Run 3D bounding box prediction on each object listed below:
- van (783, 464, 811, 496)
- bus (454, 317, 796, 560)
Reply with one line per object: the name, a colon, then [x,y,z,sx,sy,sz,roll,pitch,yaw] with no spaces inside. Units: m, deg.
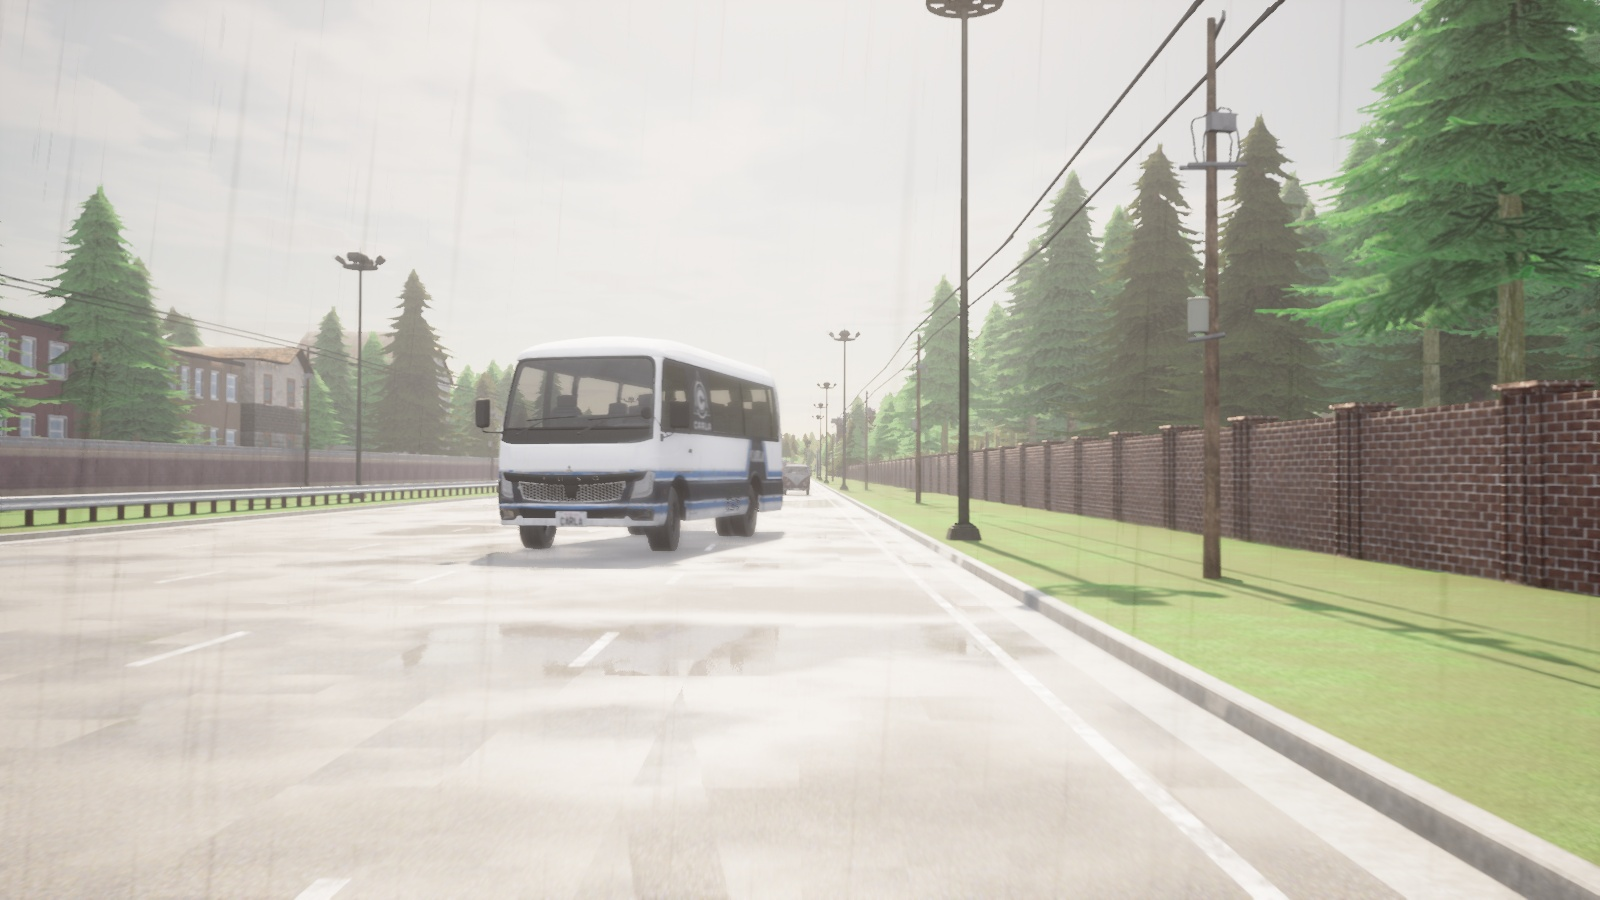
van: [-0.197,1.936,81.710,1.775,1.987,4.442,0,-1,0]
bus: [-3.207,-0.090,27.425,3.944,4.253,10.273,-1,-1,13]
